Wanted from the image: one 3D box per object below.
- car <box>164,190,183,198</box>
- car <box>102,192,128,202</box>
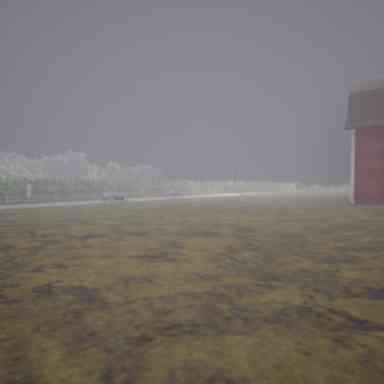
[{"bbox_3d":[-3.845,0.349,69.759,2.128,1.511,4.902,1,2,36],"label":"car"},{"bbox_3d":[-13.092,0.713,56.868,2.097,1.767,4.553,1,2,36],"label":"car"}]
